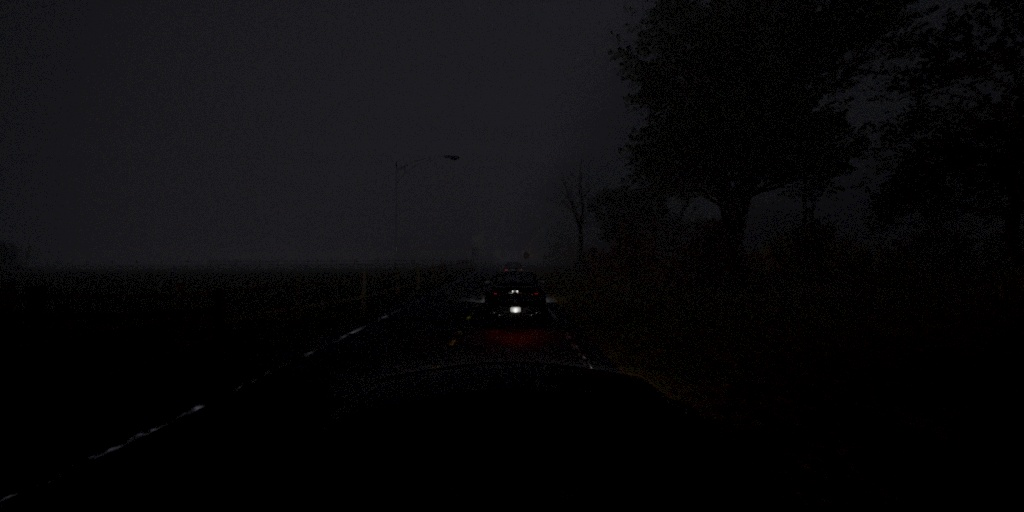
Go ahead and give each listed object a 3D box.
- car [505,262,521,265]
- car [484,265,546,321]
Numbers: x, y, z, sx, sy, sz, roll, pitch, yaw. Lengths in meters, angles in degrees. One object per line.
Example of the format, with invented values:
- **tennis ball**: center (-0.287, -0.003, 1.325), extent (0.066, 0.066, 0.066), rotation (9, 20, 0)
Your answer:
- **car**: center (0.104, 1.209, 32.198), extent (2.033, 1.411, 5.357), rotation (0, 0, 0)
- **car**: center (0.101, 1.230, 12.319), extent (1.837, 1.490, 4.892), rotation (0, 0, 0)
